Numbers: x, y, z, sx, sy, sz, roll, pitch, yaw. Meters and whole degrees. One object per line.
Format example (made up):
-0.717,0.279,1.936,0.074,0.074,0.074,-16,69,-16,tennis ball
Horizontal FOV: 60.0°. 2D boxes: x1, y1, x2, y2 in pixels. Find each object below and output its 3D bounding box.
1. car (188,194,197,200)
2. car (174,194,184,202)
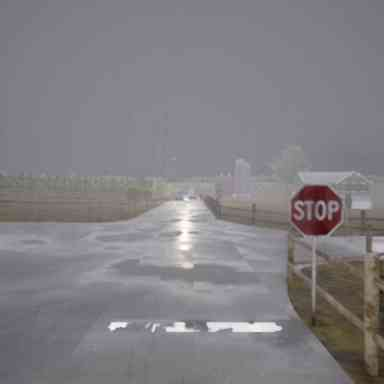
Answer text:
0.138,1.092,72.581,2.033,1.411,5.357,0,0,0,car
-2.624,1.139,66.363,2.033,1.411,5.357,0,0,0,car
